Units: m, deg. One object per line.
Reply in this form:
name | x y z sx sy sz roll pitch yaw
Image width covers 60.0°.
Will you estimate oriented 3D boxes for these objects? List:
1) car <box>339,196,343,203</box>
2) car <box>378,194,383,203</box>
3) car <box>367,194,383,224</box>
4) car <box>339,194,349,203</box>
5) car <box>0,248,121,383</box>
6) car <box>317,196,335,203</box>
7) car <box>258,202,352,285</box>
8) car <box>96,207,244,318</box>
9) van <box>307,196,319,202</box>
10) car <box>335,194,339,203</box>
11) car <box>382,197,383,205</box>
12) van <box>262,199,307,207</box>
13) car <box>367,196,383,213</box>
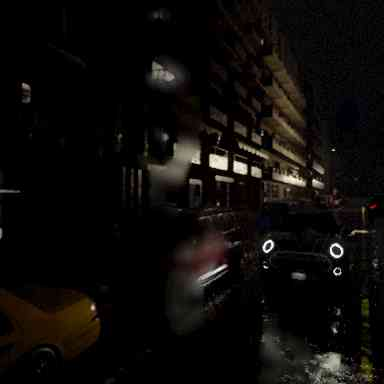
car | 19.930 1.593 47.246 1.947 1.339 4.313 1 0 27
car | 39.532 1.351 68.199 2.192 1.841 5.009 1 0 27
car | 14.065 1.188 24.123 2.150 2.045 5.566 0 -1 29
car | 27.521 1.373 61.998 2.192 1.841 5.009 1 0 27
car | -2.911 1.552 2.830 1.752 1.417 4.829 1 1 27
car | 12.346 1.329 32.489 2.192 1.841 5.009 1 1 27
car | 3.457 1.351 9.680 2.097 1.767 4.553 0 0 26
car | -0.300 1.335 7.898 2.192 1.841 5.009 1 1 27
van | 7.287 1.352 22.653 1.690 1.788 3.998 1 1 27
car | 14.875 1.332 37.406 2.192 1.841 5.009 1 1 27
car | 34.469 1.588 58.362 1.802 1.307 4.206 1 0 27
van | 4.757 1.352 17.733 1.690 1.788 3.998 1 1 27
car | 20.883 1.334 37.338 2.097 1.767 4.553 0 0 27
